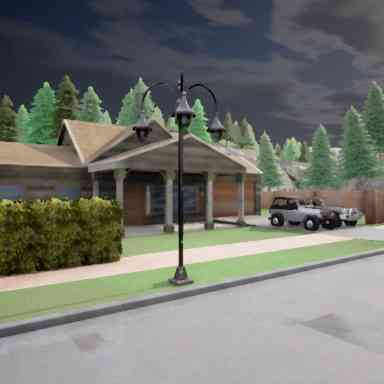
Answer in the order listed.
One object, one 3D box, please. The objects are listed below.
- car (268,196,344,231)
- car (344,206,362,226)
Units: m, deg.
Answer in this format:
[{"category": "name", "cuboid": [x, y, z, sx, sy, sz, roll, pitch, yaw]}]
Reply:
[{"category": "car", "cuboid": [6.219, 1.173, 19.122, 1.905, 1.878, 3.866, 0, 0, -35]}, {"category": "car", "cuboid": [8.051, 1.171, 20.887, 1.932, 1.855, 4.605, 0, 0, -35]}]
